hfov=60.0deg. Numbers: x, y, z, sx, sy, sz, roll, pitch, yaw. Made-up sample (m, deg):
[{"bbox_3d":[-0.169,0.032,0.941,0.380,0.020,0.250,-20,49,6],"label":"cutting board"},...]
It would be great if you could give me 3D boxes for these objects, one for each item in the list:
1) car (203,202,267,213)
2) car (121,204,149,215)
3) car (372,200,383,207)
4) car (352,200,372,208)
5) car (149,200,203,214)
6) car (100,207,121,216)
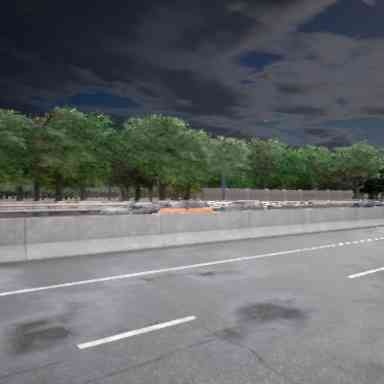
[{"bbox_3d":[3.378,1.511,23.590,4.553,1.767,2.097,1,0,-35],"label":"car"},{"bbox_3d":[-2.952,1.622,27.676,4.902,1.511,2.128,1,0,-35],"label":"car"},{"bbox_3d":[30.359,1.893,51.342,4.553,1.767,2.097,1,0,-35],"label":"car"},{"bbox_3d":[28.189,2.087,54.079,5.357,1.411,2.033,1,0,-35],"label":"car"},{"bbox_3d":[-0.500,1.487,25.125,4.553,1.767,2.097,1,0,-35],"label":"car"},{"bbox_3d":[-5.803,1.721,29.943,4.718,1.301,1.895,1,0,-35],"label":"car"}]
